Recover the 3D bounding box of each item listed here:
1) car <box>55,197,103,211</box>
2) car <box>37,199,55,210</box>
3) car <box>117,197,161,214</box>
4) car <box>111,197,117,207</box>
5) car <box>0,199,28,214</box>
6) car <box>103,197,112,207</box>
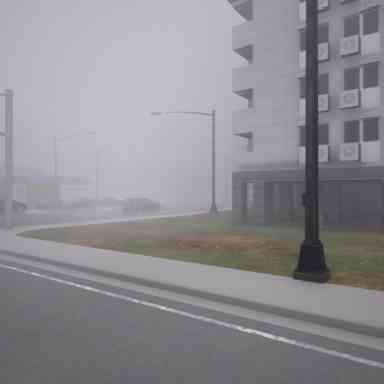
[{"bbox_3d":[-14.061,1.491,41.573,2.128,1.511,4.902,0,0,30],"label":"car"},{"bbox_3d":[-17.577,1.563,42.491,1.994,1.385,4.181,0,0,31],"label":"car"},{"bbox_3d":[-5.288,1.351,35.387,2.097,1.767,4.553,0,0,31],"label":"car"},{"bbox_3d":[-9.930,1.600,50.862,1.895,1.301,4.718,0,0,16],"label":"car"},{"bbox_3d":[-19.362,1.477,33.714,1.882,1.535,5.008,0,0,36],"label":"car"},{"bbox_3d":[-13.356,1.477,51.663,1.882,1.535,5.008,0,0,16],"label":"car"}]
